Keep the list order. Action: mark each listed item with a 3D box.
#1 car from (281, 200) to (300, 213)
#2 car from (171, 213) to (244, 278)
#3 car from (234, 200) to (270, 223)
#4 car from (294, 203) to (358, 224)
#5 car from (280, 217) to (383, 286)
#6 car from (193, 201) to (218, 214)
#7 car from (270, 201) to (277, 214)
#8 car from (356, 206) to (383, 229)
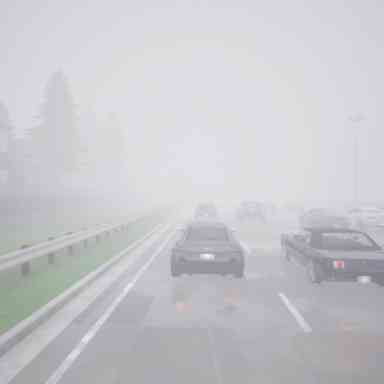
[{"bbox_3d":[12.163,1.750,40.215,1.812,1.442,4.674,1,0,2],"label":"car"},{"bbox_3d":[0.467,1.591,10.348,1.994,1.385,4.181,1,0,2],"label":"car"},{"bbox_3d":[4.644,1.462,27.192,2.097,1.767,4.553,1,0,2],"label":"car"},{"bbox_3d":[7.857,1.658,20.042,1.812,1.442,4.674,1,0,2],"label":"car"},{"bbox_3d":[3.941,1.667,9.640,1.895,1.301,4.718,1,0,2],"label":"car"},{"bbox_3d":[1.200,1.579,28.663,1.837,1.490,4.892,1,0,2],"label":"car"},{"bbox_3d":[8.617,1.744,38.974,1.994,1.385,4.181,1,0,2],"label":"car"},{"bbox_3d":[11.441,1.703,22.073,1.812,1.442,4.674,1,0,2],"label":"car"}]
